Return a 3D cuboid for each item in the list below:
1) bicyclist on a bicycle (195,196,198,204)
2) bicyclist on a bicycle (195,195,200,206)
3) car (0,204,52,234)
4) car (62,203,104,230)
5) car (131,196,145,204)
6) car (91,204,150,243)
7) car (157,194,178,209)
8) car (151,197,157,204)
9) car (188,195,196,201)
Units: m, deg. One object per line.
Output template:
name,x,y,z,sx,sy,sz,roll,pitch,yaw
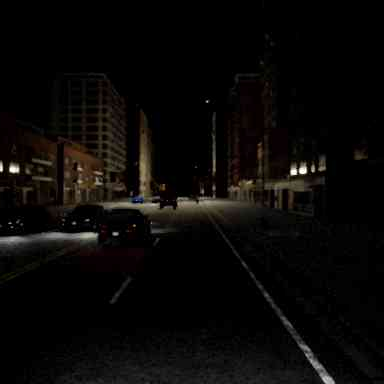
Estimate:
bicyclist on a bicycle,0.894,1.477,62.638,0.582,1.620,1.656,0,0,0
bicyclist on a bicycle,0.889,1.457,54.445,0.866,1.612,1.509,0,0,0
car,-9.849,1.512,19.376,1.837,1.490,4.892,0,0,0
car,-6.599,1.513,21.044,1.837,1.490,4.892,0,0,0
car,-9.780,1.501,60.316,1.882,1.535,5.008,0,0,1
car,-3.151,1.531,15.995,1.812,1.442,4.674,0,0,0
car,-3.147,1.238,45.329,2.150,2.045,5.566,0,0,0
car,-6.516,1.585,62.711,1.994,1.385,4.181,0,0,0
car,0.001,1.548,81.363,2.128,1.511,4.902,0,0,0
